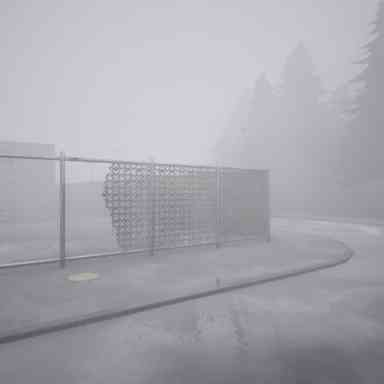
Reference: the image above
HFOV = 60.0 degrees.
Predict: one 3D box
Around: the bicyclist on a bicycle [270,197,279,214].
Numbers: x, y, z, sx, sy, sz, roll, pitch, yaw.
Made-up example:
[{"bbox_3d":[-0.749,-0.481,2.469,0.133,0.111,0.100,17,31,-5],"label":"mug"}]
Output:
[{"bbox_3d":[7.935,1.347,32.468,1.656,1.620,0.582,0,0,-36],"label":"bicyclist on a bicycle"}]
